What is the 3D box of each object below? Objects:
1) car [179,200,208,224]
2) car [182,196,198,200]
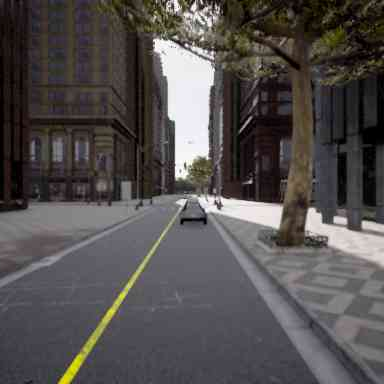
[{"bbox_3d":[0.099,1.540,24.435,1.994,1.385,4.181,0,0,0],"label":"car"},{"bbox_3d":[0.052,1.470,37.249,1.837,1.490,4.892,0,0,0],"label":"car"}]
